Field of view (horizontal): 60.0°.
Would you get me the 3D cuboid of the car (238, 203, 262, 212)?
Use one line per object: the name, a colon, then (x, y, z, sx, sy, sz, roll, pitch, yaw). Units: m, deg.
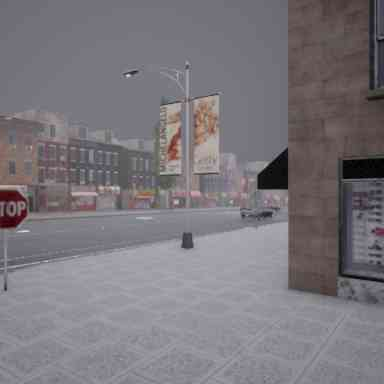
car: (9.280, 2.456, 53.030, 1.895, 1.301, 4.718, 0, -1, 35)

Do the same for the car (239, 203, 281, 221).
car: (6.415, 1.932, 32.090, 2.128, 1.511, 4.902, 0, -1, 35)

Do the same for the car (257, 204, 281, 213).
car: (11.934, 2.456, 51.154, 1.895, 1.301, 4.718, 0, -1, 35)
